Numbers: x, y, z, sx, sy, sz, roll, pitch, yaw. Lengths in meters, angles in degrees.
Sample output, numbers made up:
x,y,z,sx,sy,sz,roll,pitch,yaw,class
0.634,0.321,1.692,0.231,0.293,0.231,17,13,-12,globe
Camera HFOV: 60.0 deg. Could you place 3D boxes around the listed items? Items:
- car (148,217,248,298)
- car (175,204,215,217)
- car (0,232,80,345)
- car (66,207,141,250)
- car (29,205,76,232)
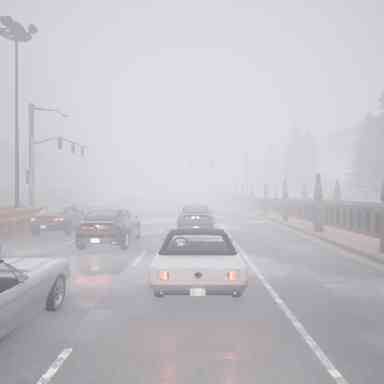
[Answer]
x,y,z,sx,sy,sz,roll,pitch,yaw,class
0.131,1.549,8.371,1.895,1.301,4.718,0,0,0,car
0.186,1.384,17.631,1.837,1.490,4.892,0,0,0,car
-3.385,1.576,4.682,1.895,1.301,4.718,0,0,0,car
-3.338,1.411,13.908,1.837,1.490,4.892,0,0,0,car
-6.843,1.405,17.537,1.812,1.442,4.674,0,0,-1,car
